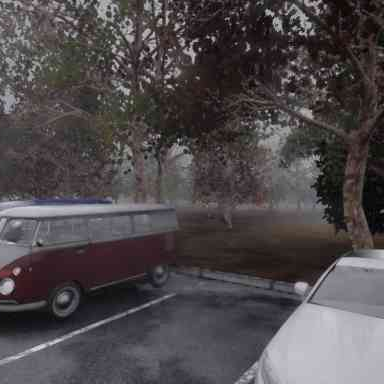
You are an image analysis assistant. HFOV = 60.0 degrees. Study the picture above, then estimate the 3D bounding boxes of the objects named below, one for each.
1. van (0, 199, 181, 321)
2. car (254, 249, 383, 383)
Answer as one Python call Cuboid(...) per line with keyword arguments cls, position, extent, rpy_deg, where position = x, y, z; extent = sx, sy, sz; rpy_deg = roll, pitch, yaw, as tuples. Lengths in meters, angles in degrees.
Cuboid(cls="van", position=(-2.194, 1.255, 7.197), extent=(1.878, 1.987, 4.442), rpy_deg=(0, 0, 36))
Cuboid(cls="car", position=(2.402, 1.520, 4.050), extent=(2.002, 1.452, 4.674), rpy_deg=(0, 0, 36))
